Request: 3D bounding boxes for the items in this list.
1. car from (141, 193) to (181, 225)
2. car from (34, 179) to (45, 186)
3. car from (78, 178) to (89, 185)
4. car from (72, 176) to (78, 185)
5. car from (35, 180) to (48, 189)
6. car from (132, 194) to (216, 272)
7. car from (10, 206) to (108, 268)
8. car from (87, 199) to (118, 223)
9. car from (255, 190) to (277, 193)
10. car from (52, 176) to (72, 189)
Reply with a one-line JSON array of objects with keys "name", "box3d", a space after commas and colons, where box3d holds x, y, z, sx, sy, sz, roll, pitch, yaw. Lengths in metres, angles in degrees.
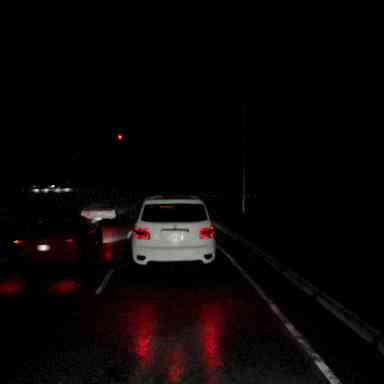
[{"name": "car", "box3d": [-2.123, 0.961, 21.122, 2.128, 1.511, 4.902, -1, 3, -10]}, {"name": "car", "box3d": [-35.109, -2.162, 76.361, 2.033, 1.411, 5.357, -2, 4, -26]}, {"name": "car", "box3d": [-27.561, -2.654, 84.802, 2.033, 1.411, 5.357, -2, 3, -26]}, {"name": "car", "box3d": [-30.718, -2.878, 83.273, 2.150, 2.045, 5.566, -2, 3, -26]}, {"name": "car", "box3d": [-27.962, -1.402, 61.765, 1.882, 1.535, 5.008, -2, 4, -25]}, {"name": "car", "box3d": [-0.612, 1.066, 10.476, 2.150, 2.045, 5.566, 0, 2, -5]}, {"name": "car", "box3d": [-4.169, 1.409, 10.854, 1.994, 1.385, 4.181, 0, 1, -6]}, {"name": "car", "box3d": [-5.563, 1.104, 20.599, 1.895, 1.301, 4.718, -1, 3, -10]}, {"name": "car", "box3d": [12.043, -0.316, 50.857, 5.008, 1.535, 1.882, 1, 3, -23]}, {"name": "car", "box3d": [-24.755, -1.742, 63.166, 2.150, 2.045, 5.566, -2, 4, -25]}]
